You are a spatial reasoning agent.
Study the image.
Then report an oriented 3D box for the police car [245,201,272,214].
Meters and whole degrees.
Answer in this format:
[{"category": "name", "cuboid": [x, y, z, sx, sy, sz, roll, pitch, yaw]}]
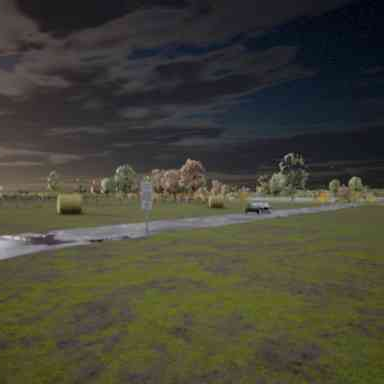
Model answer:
[{"category": "police car", "cuboid": [8.307, 1.898, 41.660, 1.930, 1.638, 5.238, -1, -1, 35]}]
